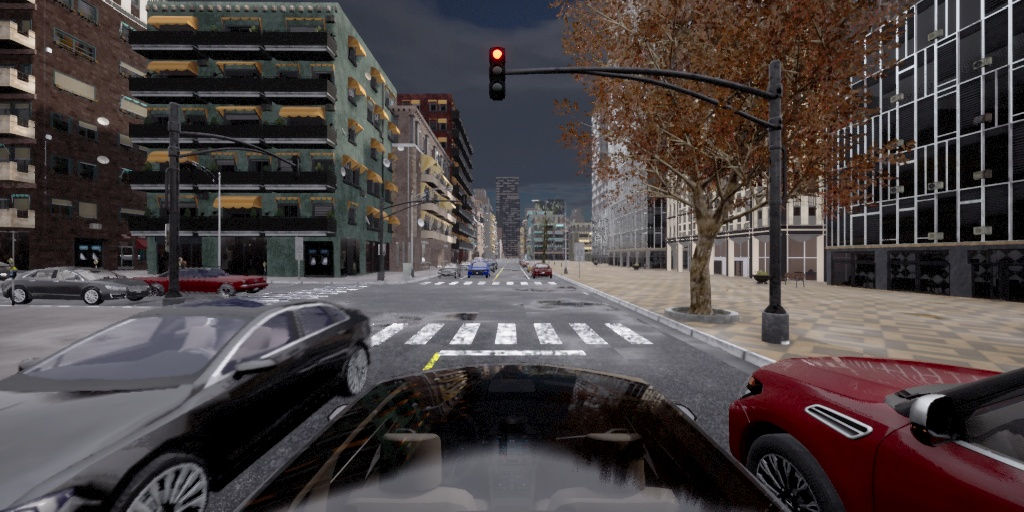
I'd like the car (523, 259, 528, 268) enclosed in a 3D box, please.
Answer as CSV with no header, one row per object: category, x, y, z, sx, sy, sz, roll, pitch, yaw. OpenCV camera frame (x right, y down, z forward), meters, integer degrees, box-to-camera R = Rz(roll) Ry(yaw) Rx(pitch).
car,2.693,1.298,44.307,1.751,1.417,4.829,0,0,0

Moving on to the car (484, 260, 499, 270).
car,-3.080,1.333,54.720,2.033,1.411,5.357,0,0,0

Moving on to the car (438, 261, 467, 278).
car,-5.688,1.312,33.072,2.007,1.370,4.403,0,0,0

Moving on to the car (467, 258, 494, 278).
car,-3.091,1.241,34.359,1.882,1.535,5.008,0,0,0

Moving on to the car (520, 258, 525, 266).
car,2.694,1.375,60.734,1.802,1.307,4.207,0,0,0

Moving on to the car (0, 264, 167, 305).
car,-16.434,1.091,13.656,4.403,1.370,2.007,0,0,-1

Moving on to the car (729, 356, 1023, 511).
car,2.692,1.065,0.684,2.192,1.841,5.009,0,0,0

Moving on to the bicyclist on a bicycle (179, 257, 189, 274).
bicyclist on a bicycle,-23.168,0.761,24.917,0.582,1.620,1.656,1,0,-1

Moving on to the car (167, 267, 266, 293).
car,-14.014,1.179,16.407,4.718,1.301,1.895,1,0,-3

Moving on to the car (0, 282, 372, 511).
car,-3.078,1.242,3.715,2.128,1.511,4.902,0,0,-1

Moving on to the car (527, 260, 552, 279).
car,2.692,1.307,33.071,1.888,1.381,4.507,0,0,0

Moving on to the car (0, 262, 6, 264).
car,-33.187,0.869,21.868,4.403,1.370,2.007,0,0,-1

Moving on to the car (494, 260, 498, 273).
car,-3.087,1.337,44.357,1.994,1.385,4.181,0,0,0
